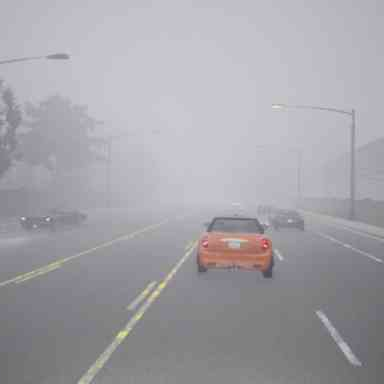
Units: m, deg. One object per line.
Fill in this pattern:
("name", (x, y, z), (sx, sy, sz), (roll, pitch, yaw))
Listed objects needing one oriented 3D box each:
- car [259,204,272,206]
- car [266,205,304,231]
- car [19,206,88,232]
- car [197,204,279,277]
("car", (8.670, 2.039, 39.370), (1.895, 1.301, 4.718), (1, 0, 7))
("car", (6.577, 1.855, 23.431), (1.994, 1.385, 4.181), (1, 0, 7))
("car", (-8.179, 1.556, 20.107), (1.895, 1.301, 4.718), (1, 0, 8))
("car", (1.413, 1.453, 10.951), (2.097, 1.767, 4.553), (1, 0, 7))
